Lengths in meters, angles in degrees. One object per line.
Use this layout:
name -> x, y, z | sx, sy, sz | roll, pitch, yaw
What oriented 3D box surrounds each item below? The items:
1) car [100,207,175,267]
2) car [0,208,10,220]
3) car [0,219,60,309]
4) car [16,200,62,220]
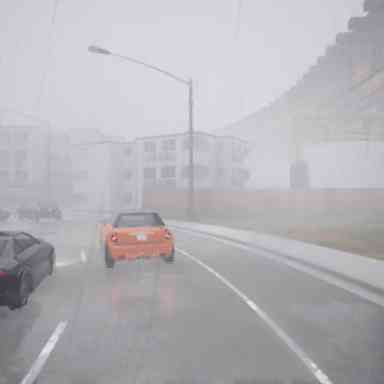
car -> -2.112, 1.367, 11.821 | 2.097, 1.767, 4.553 | 0, 0, -18
car -> -16.020, 1.675, 25.652 | 4.718, 1.301, 1.895 | 0, 0, 39
car -> -4.505, 1.585, 7.704 | 1.994, 1.385, 4.181 | 0, 0, -13
car -> -12.522, 1.414, 27.111 | 4.553, 1.767, 2.097 | 0, 0, 42
